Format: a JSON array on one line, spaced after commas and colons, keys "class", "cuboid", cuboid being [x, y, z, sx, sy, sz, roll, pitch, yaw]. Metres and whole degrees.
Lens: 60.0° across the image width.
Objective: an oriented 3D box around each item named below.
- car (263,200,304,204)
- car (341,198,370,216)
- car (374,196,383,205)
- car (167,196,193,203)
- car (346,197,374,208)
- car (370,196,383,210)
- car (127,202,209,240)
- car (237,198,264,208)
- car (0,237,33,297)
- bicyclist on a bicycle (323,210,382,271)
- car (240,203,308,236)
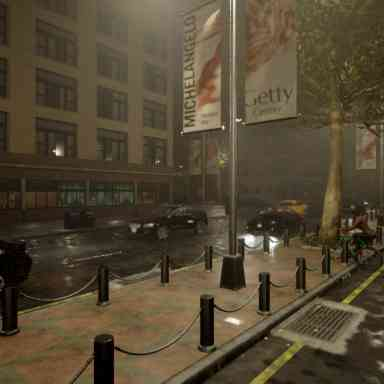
[{"class": "car", "cuboid": [8.354, 1.478, 28.609, 1.882, 1.535, 5.008, 0, 0, 39]}, {"class": "car", "cuboid": [14.262, 1.356, 30.275, 2.097, 1.767, 4.553, 0, 0, 40]}, {"class": "car", "cuboid": [34.526, 1.477, 60.210, 1.882, 1.535, 5.008, 0, 0, 40]}, {"class": "car", "cuboid": [-1.995, 1.505, 56.186, 4.892, 1.490, 1.837, 0, 0, 38]}, {"class": "car", "cuboid": [24.627, 1.548, 48.710, 5.357, 1.411, 2.033, 0, 0, -44]}, {"class": "car", "cuboid": [23.759, 1.503, 41.795, 1.837, 1.490, 4.892, 0, 1, 40]}, {"class": "car", "cuboid": [-1.097, 1.492, 17.113, 2.128, 1.511, 4.902, 0, 0, 40]}, {"class": "car", "cuboid": [8.546, 1.548, 47.757, 5.357, 1.411, 2.033, 0, 0, 33]}, {"class": "car", "cuboid": [-5.602, 1.505, 6.170, 1.837, 1.490, 4.892, 0, 0, 39]}, {"class": "bicyclist on a bicycle", "cuboid": [4.774, 1.365, 9.734, 1.656, 1.620, 0.582, 17, 11, 39]}, {"class": "car", "cuboid": [4.750, 1.565, 18.734, 1.994, 1.385, 4.181, 0, 0, 39]}]
